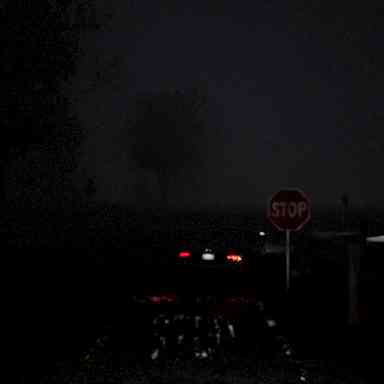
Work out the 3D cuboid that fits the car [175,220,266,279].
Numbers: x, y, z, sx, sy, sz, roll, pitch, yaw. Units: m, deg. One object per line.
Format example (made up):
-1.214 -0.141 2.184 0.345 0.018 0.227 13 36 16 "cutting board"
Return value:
1.111 1.579 10.238 2.033 1.411 5.357 0 0 17 "car"
